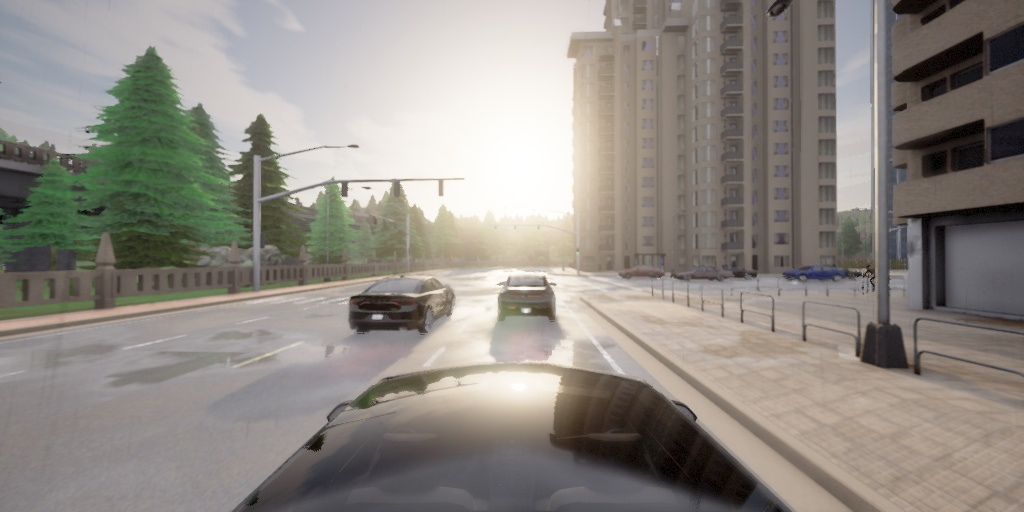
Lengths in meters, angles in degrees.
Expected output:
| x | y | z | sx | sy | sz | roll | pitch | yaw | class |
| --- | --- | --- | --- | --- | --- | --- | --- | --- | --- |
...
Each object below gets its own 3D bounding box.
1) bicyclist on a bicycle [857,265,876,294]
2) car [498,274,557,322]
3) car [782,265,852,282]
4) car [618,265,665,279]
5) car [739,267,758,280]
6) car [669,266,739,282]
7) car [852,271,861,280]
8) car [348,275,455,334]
| x | y | z | sx | sy | sz | roll | pitch | yaw | class |
| --- | --- | --- | --- | --- | --- | --- | --- | --- | --- |
| 19.414 | 1.295 | 19.367 | 0.582 | 1.620 | 1.656 | 0 | -1 | 2 | bicyclist on a bicycle |
| 0.551 | 1.362 | 12.883 | 1.837 | 1.490 | 4.892 | 0 | -1 | 3 | car |
| 28.132 | 1.615 | 33.565 | 5.008 | 1.535 | 1.882 | 0 | -1 | 2 | car |
| 13.502 | 1.686 | 37.538 | 4.674 | 1.442 | 1.812 | 0 | -1 | 3 | car |
| 22.564 | 1.768 | 37.251 | 4.718 | 1.301 | 1.895 | 0 | -1 | 2 | car |
| 17.878 | 1.677 | 33.899 | 5.357 | 1.411 | 2.033 | 0 | -1 | 2 | car |
| 32.721 | 1.775 | 36.900 | 4.718 | 1.301 | 1.895 | 0 | -1 | 2 | car |
| -3.072 | 1.313 | 10.980 | 1.882 | 1.535 | 5.008 | 0 | 0 | 3 | car |
